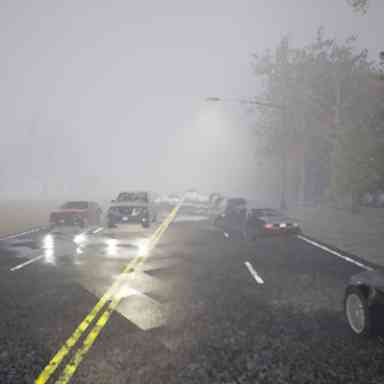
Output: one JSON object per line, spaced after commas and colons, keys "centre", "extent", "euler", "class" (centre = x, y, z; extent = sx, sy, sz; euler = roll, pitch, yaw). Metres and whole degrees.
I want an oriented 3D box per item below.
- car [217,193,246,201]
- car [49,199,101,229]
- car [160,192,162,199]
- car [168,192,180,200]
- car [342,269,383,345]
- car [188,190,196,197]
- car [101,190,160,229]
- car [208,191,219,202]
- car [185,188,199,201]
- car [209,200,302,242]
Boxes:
{"centre": [3.229, 1.088, 25.260], "extent": [1.882, 1.535, 5.008], "euler": [-1, 1, 0], "class": "car"}
{"centre": [-6.604, 1.190, 19.430], "extent": [1.882, 1.535, 5.008], "euler": [0, 1, 0], "class": "car"}
{"centre": [-6.550, 0.623, 60.776], "extent": [1.837, 1.490, 4.892], "euler": [0, 1, 1], "class": "car"}
{"centre": [-3.302, 0.679, 60.808], "extent": [1.994, 1.385, 4.181], "euler": [0, 1, 1], "class": "car"}
{"centre": [3.257, 1.449, 3.255], "extent": [1.812, 1.442, 4.674], "euler": [1, 2, 0], "class": "car"}
{"centre": [-0.019, 0.284, 79.458], "extent": [1.882, 1.535, 5.008], "euler": [0, 1, 0], "class": "car"}
{"centre": [-3.354, 0.933, 19.466], "extent": [2.150, 2.045, 5.566], "euler": [0, 1, 0], "class": "car"}
{"centre": [3.242, 0.931, 36.267], "extent": [2.128, 1.511, 4.902], "euler": [1, 0, 0], "class": "car"}
{"centre": [-0.018, 0.391, 57.120], "extent": [2.150, 2.045, 5.566], "euler": [0, 1, 0], "class": "car"}
{"centre": [2.697, 1.314, 15.199], "extent": [2.033, 1.411, 5.357], "euler": [-1, 1, -19], "class": "car"}
